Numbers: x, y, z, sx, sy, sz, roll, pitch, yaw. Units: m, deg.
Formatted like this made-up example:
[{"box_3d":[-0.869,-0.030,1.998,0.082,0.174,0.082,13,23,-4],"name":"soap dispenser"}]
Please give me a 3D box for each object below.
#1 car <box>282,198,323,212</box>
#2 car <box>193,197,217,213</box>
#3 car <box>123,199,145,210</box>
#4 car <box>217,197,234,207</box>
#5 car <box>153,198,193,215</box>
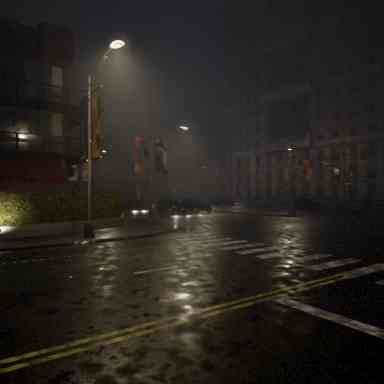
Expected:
[{"box_3d":[12.969,1.477,39.352,1.882,1.535,5.008,0,0,-35],"name":"car"},{"box_3d":[0.228,1.478,37.165,1.882,1.535,5.008,0,0,-35],"name":"car"},{"box_3d":[-7.570,1.564,42.251,1.994,1.385,4.181,0,0,-35],"name":"car"},{"box_3d":[4.428,1.478,51.540,1.882,1.535,5.008,0,0,-35],"name":"car"},{"box_3d":[-2.295,1.505,34.663,1.837,1.490,4.892,0,0,-35],"name":"car"}]
